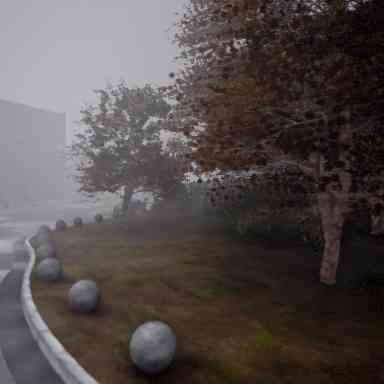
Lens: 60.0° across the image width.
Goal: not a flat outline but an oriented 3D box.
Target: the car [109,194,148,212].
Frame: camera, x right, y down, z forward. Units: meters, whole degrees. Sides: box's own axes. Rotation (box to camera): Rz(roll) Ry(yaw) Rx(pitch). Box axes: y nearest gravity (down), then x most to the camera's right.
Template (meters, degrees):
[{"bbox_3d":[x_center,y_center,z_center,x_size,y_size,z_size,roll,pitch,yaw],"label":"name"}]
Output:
[{"bbox_3d":[-6.414,1.340,35.001,1.994,1.385,4.181,0,3,20],"label":"car"}]

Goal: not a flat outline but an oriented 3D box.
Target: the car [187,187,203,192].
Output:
[{"bbox_3d":[0.355,0.232,57.424,1.895,1.301,4.718,0,3,27],"label":"car"}]

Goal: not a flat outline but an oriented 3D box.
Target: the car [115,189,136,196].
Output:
[{"bbox_3d":[-12.627,0.364,57.740,1.946,1.575,5.366,0,3,27],"label":"car"}]

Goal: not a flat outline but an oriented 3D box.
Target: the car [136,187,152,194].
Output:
[{"bbox_3d":[-10.141,0.091,62.667,1.946,1.575,5.366,0,3,27],"label":"car"}]

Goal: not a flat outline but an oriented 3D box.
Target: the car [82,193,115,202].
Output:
[{"bbox_3d":[-15.122,0.639,52.821,1.946,1.575,5.366,0,3,27],"label":"car"}]

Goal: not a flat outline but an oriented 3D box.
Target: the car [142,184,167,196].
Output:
[{"bbox_3d":[-7.530,-0.443,67.834,2.435,2.045,5.566,0,3,27],"label":"car"}]
